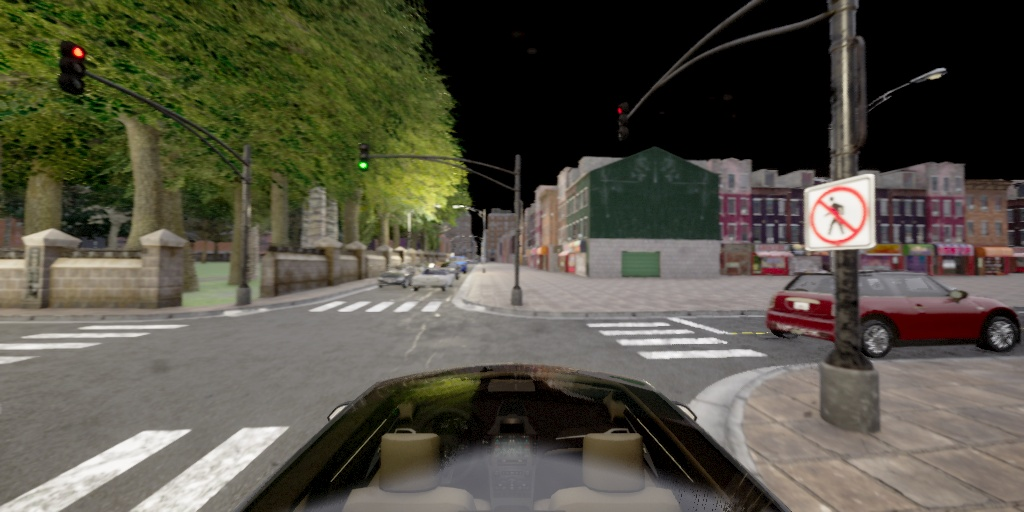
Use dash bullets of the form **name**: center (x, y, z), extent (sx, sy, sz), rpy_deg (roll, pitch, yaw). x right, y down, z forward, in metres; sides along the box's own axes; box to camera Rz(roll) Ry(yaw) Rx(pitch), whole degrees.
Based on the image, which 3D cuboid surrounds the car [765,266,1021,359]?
- **car**: center (8.327, 1.096, 8.034), extent (4.553, 1.767, 2.097), rpy_deg (0, -1, -9)

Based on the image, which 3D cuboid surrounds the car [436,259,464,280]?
- **car**: center (-5.534, 1.299, 31.836), extent (1.837, 1.490, 4.892), rpy_deg (1, 0, -5)

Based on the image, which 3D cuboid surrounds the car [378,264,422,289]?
- **car**: center (-7.379, 1.296, 23.248), extent (2.007, 1.370, 4.403), rpy_deg (0, 0, -5)

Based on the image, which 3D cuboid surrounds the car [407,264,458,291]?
- **car**: center (-4.672, 1.369, 21.796), extent (1.895, 1.301, 4.718), rpy_deg (1, 0, -2)

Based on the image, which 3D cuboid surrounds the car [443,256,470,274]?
- **car**: center (-6.433, 1.051, 42.461), extent (2.150, 2.045, 5.566), rpy_deg (1, 0, -4)
